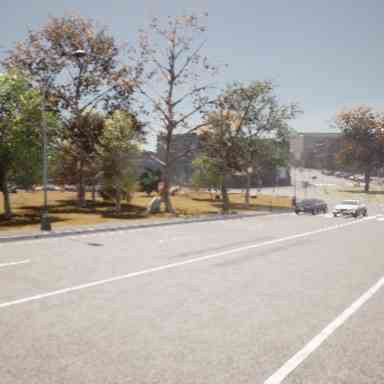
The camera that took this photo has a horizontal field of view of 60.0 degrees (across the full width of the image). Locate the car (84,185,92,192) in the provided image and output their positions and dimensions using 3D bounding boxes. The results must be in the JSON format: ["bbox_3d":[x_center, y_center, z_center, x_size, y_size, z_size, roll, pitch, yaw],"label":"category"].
[{"bbox_3d":[-22.336,-0.591,74.450,2.163,1.488,4.792,0,3,4],"label":"car"}]

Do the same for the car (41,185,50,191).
[{"bbox_3d":[-33.185,-1.023,79.329,2.185,1.767,4.553,0,3,5],"label":"car"}]

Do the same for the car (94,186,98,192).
[{"bbox_3d":[-19.613,-0.705,73.308,2.185,1.767,4.553,0,3,3],"label":"car"}]

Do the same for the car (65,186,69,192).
[{"bbox_3d":[-27.776,-0.740,76.894,2.231,1.521,4.892,0,3,4],"label":"car"}]

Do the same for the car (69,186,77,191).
[{"bbox_3d":[-25.054,-0.926,75.642,2.435,2.045,5.566,0,3,4],"label":"car"}]

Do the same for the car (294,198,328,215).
[{"bbox_3d":[11.403,1.361,31.725,1.837,1.490,4.892,1,1,41],"label":"car"}]

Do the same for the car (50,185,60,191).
[{"bbox_3d":[-30.475,-0.818,78.131,2.097,1.535,5.008,1,3,4],"label":"car"}]

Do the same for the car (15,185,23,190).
[{"bbox_3d":[-41.259,-1.150,83.129,2.097,1.535,5.008,0,3,5],"label":"car"}]

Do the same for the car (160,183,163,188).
[{"bbox_3d":[-5.931,-0.750,67.431,2.435,2.045,5.566,-1,3,2],"label":"car"}]

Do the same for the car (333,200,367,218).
[{"bbox_3d":[14.003,1.430,29.382,1.812,1.442,4.674,1,1,41],"label":"car"}]

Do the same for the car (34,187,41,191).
[{"bbox_3d":[-35.888,-0.976,80.425,1.946,1.575,5.366,1,3,5],"label":"car"}]

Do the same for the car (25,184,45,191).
[{"bbox_3d":[-38.560,-1.067,81.873,2.097,1.535,5.008,1,3,5],"label":"car"}]
